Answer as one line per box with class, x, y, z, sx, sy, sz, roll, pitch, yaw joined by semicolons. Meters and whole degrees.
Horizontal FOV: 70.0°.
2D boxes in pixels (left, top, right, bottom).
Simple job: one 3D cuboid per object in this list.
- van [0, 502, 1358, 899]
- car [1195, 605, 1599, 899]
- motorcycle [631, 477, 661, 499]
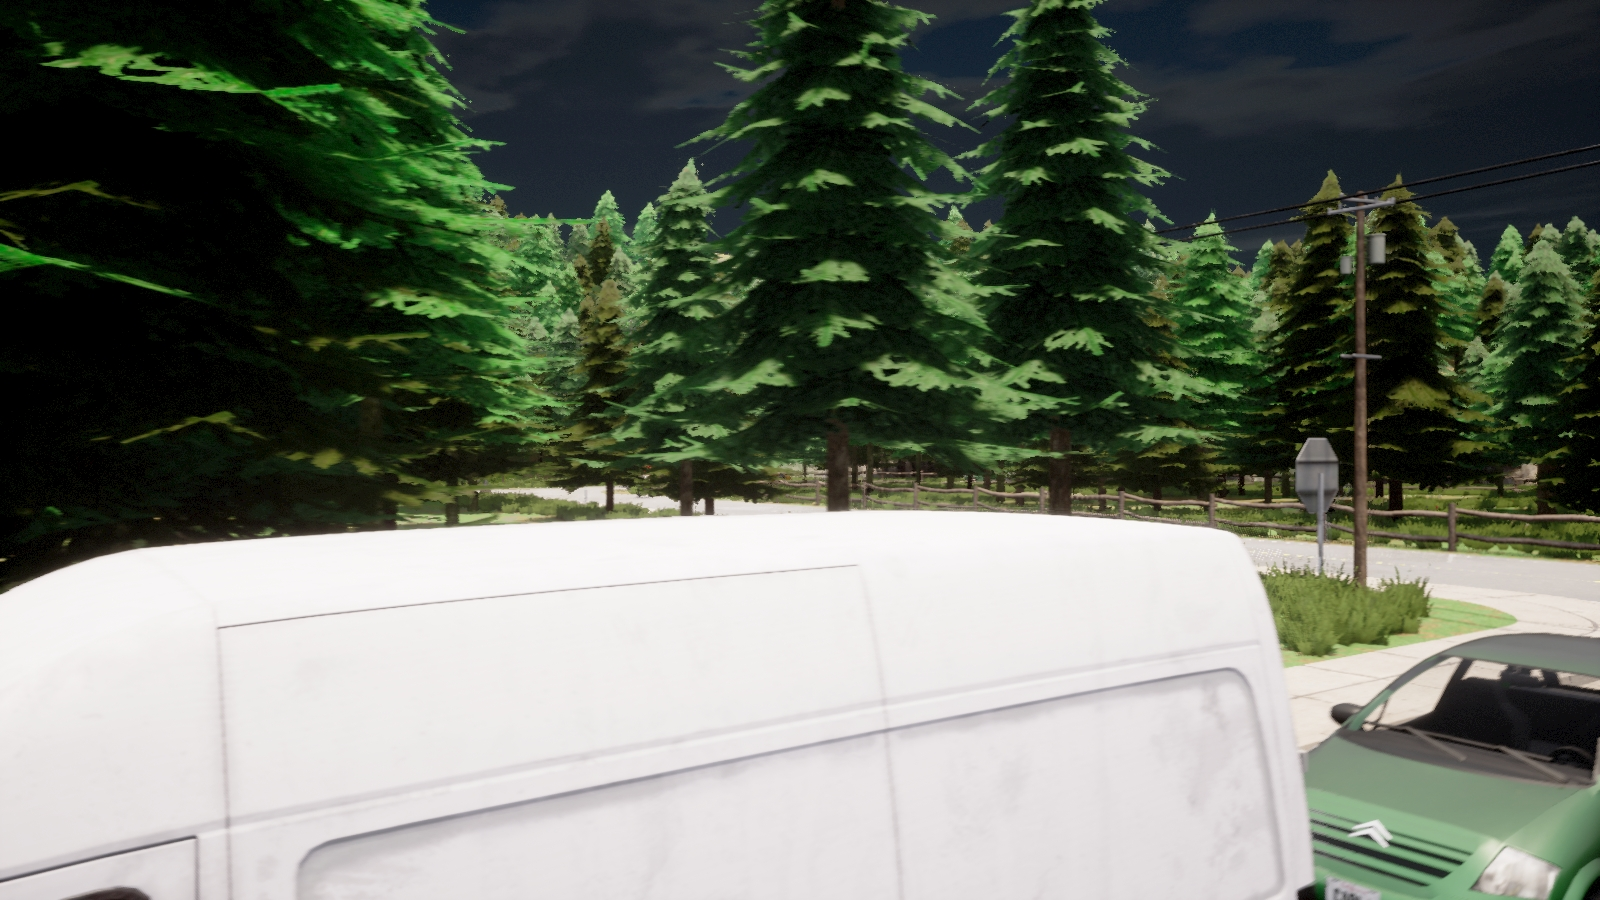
van;-1.065;1.534;3.051;5.915;2.561;1.988;0;0;-35
car;4.407;2.000;6.862;3.988;1.617;1.851;0;0;-35
motorcycle;-8.883;2.159;65.803;0.803;1.199;2.033;0;0;-37
